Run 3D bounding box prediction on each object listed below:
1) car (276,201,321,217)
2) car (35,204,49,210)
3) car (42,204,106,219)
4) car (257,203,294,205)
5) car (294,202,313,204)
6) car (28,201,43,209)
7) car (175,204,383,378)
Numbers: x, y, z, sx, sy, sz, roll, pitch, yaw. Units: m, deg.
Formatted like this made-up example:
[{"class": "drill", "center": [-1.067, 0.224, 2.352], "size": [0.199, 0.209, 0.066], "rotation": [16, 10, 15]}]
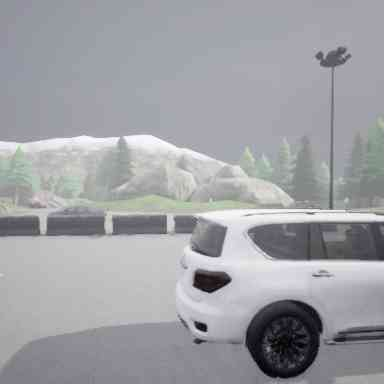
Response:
[{"class": "car", "center": [12.430, 2.002, 38.894], "size": [4.553, 1.767, 2.097], "rotation": [0, -1, -9]}, {"class": "car", "center": [-36.804, 3.738, 81.916], "size": [1.812, 1.442, 4.674], "rotation": [1, -5, -8]}, {"class": "car", "center": [-11.001, 2.021, 31.844], "size": [5.357, 1.411, 2.033], "rotation": [0, -1, -8]}, {"class": "car", "center": [6.614, 1.852, 30.944], "size": [4.553, 1.767, 2.097], "rotation": [0, -1, -9]}, {"class": "car", "center": [11.923, 2.080, 35.279], "size": [4.902, 1.511, 2.128], "rotation": [0, -1, -9]}, {"class": "car", "center": [-29.113, 2.394, 61.723], "size": [1.812, 1.442, 4.674], "rotation": [2, -3, -34]}, {"class": "car", "center": [2.519, 1.300, 5.362], "size": [5.566, 2.045, 2.150], "rotation": [0, -1, -9]}]
